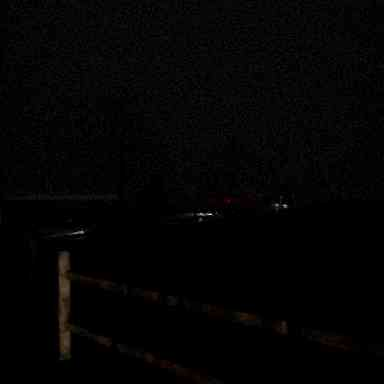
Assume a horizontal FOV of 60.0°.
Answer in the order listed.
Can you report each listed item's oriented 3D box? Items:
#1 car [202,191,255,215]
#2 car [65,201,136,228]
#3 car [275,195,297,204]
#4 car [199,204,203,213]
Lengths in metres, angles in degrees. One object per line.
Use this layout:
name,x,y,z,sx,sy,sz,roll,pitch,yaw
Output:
car,3.579,0.921,29.498,2.150,2.045,5.566,-2,0,35
car,-5.703,1.391,21.261,1.837,1.490,4.892,-2,0,35
car,14.195,1.099,49.771,2.033,1.411,5.357,-2,0,35
car,2.599,1.244,33.226,1.837,1.490,4.892,-2,0,35
